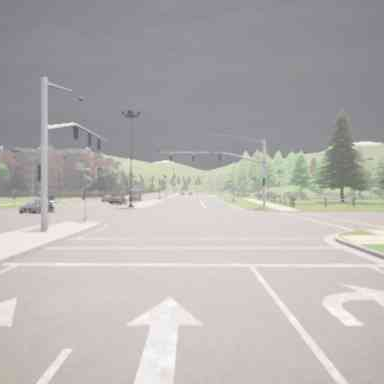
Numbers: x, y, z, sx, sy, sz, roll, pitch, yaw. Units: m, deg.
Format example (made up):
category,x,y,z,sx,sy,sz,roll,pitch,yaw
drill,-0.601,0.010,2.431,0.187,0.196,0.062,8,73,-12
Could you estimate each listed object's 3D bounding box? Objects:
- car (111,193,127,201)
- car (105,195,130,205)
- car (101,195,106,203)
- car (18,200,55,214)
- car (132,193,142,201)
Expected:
category,x,y,z,sx,sy,sz,roll,pitch,yaw
car,-14.982,1.008,68.353,2.128,1.511,4.902,0,0,0
car,-11.536,1.294,52.205,2.033,1.411,5.357,0,0,1
car,-15.010,1.235,59.917,1.812,1.442,4.674,0,0,1
car,-14.991,1.458,32.267,1.994,1.385,4.181,0,0,0
car,-11.482,1.020,67.989,2.097,1.767,4.553,0,0,0
